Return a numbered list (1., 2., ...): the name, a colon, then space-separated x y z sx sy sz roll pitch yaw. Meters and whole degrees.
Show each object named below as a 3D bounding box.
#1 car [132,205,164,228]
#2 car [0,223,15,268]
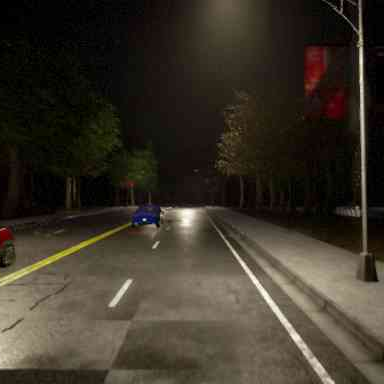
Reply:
1. car: -3.118 1.698 24.359 1.882 1.535 5.008 0 0 0
2. car: -6.585 1.408 8.497 2.097 1.767 4.553 0 0 0
